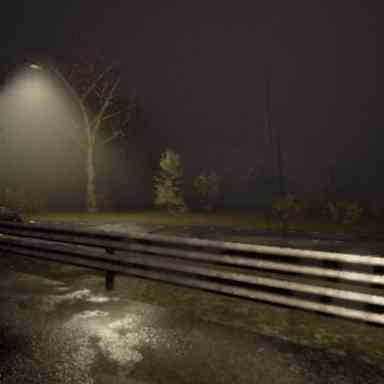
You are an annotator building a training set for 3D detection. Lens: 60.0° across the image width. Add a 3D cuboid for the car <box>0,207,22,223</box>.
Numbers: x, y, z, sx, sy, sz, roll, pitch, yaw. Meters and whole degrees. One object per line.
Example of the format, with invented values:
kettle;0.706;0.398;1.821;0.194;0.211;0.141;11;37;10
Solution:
car;-13.365;1.629;21.384;5.008;1.535;1.882;0;0;18
